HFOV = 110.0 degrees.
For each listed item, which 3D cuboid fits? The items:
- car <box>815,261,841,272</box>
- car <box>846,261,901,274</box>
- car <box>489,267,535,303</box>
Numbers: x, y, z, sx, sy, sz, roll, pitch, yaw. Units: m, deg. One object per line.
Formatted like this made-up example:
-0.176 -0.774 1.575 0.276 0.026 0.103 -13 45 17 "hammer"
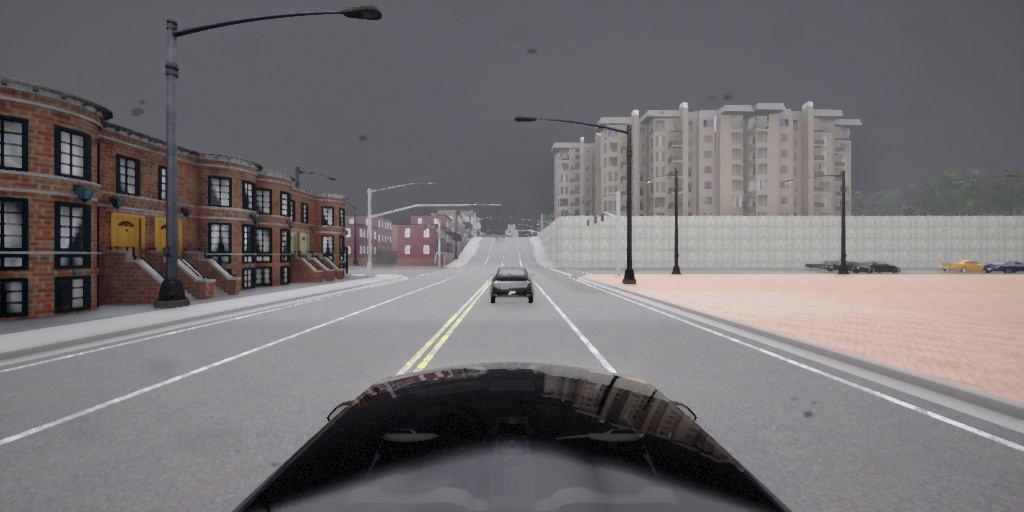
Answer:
40.995 1.312 43.880 5.357 1.411 2.033 0 0 0 "car"
40.983 1.321 40.380 4.181 1.385 1.994 0 0 0 "car"
0.000 1.243 16.500 2.128 1.511 4.902 0 0 0 "car"
